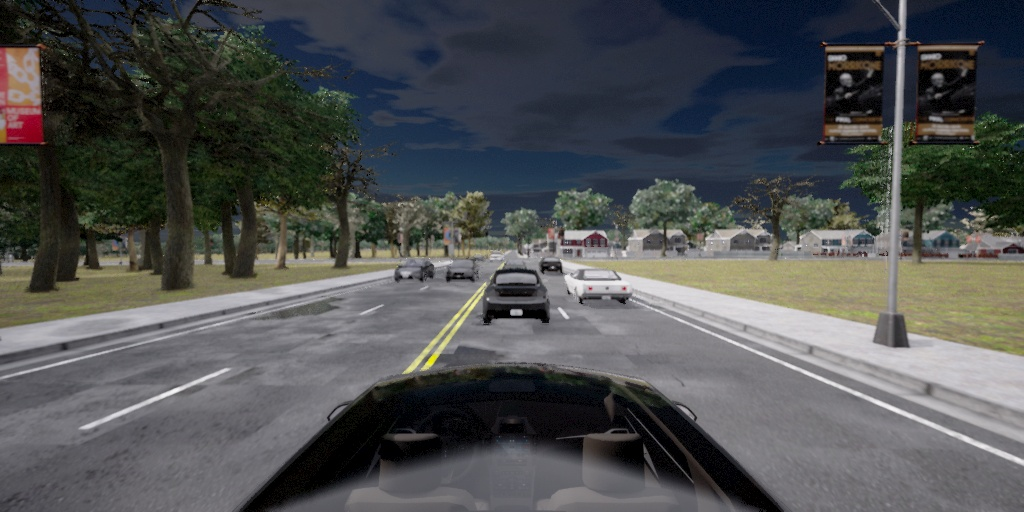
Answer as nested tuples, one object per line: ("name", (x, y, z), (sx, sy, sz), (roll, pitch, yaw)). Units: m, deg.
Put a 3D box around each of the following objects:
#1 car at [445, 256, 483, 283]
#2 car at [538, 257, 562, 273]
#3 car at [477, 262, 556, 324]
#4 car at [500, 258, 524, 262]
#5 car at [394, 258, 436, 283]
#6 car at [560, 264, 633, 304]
("car", (-3.244, 0.943, 24.212), (1.837, 1.490, 4.892), (0, 1, 0))
("car", (3.495, 0.797, 33.086), (1.882, 1.535, 5.008), (0, 1, 0))
("car", (0.126, 1.123, 11.341), (1.837, 1.490, 4.892), (0, 1, 0))
("car", (0.227, 0.959, 30.171), (1.895, 1.301, 4.718), (0, 1, 0))
("car", (-6.493, 0.926, 24.335), (2.128, 1.511, 4.902), (0, 1, 0))
("car", (3.405, 1.168, 15.062), (1.895, 1.301, 4.718), (0, 1, 0))
